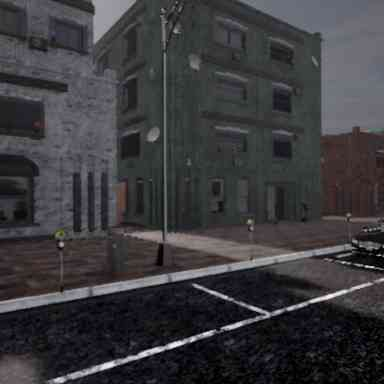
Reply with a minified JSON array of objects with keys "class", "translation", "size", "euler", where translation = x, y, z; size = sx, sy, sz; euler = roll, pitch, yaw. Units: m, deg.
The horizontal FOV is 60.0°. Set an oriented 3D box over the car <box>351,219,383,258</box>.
[{"class":"car","translation":[7.402,1.587,11.835],"size":[4.403,1.369,2.008],"euler":[0,-1,-35]}]
